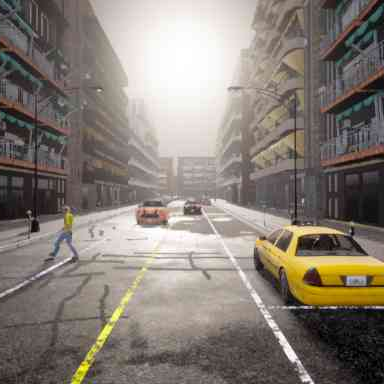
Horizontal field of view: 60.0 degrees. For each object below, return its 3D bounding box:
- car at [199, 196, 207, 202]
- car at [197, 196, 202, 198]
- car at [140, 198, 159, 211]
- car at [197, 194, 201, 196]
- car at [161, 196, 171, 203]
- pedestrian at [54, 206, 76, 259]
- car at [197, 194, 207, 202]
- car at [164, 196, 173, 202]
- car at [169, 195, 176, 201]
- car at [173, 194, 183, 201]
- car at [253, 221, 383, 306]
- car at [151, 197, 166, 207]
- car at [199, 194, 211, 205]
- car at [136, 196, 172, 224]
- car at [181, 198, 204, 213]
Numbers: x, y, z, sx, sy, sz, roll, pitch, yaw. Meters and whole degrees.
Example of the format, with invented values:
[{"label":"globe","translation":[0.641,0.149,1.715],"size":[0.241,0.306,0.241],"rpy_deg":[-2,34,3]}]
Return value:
[{"label":"car","translation":[2.477,1.653,75.974],"size":[1.802,1.307,4.206],"rpy_deg":[1,0,0]},{"label":"car","translation":[0.014,1.590,46.814],"size":[1.994,1.385,4.181],"rpy_deg":[0,0,0]},{"label":"car","translation":[-5.358,1.548,42.382],"size":[1.752,1.417,4.829],"rpy_deg":[1,0,0]},{"label":"car","translation":[2.486,1.500,70.411],"size":[1.967,1.590,4.097],"rpy_deg":[1,0,0]},{"label":"car","translation":[-5.395,1.585,70.201],"size":[1.752,1.417,4.829],"rpy_deg":[1,0,0]},{"label":"pedestrian","translation":[-4.232,1.298,11.110],"size":[0.375,1.860,0.375],"rpy_deg":[1,-1,0]},{"label":"car","translation":[2.473,1.399,81.540],"size":[2.192,1.841,5.009],"rpy_deg":[1,0,0]},{"label":"car","translation":[-5.402,1.596,75.765],"size":[1.752,1.417,4.829],"rpy_deg":[1,0,0]},{"label":"car","translation":[-5.430,1.638,92.458],"size":[1.752,1.417,4.829],"rpy_deg":[1,0,0]},{"label":"car","translation":[-2.834,1.021,65.613],"size":[2.097,1.767,4.553],"rpy_deg":[0,0,0]},{"label":"car","translation":[2.740,1.458,8.114],"size":[1.801,1.575,5.366],"rpy_deg":[0,0,0]},{"label":"car","translation":[-5.373,1.599,53.679],"size":[1.947,1.339,4.313],"rpy_deg":[1,0,0]},{"label":"car","translation":[2.499,1.566,59.454],"size":[1.752,1.417,4.829],"rpy_deg":[1,0,0]},{"label":"car","translation":[-2.883,1.363,24.976],"size":[2.097,1.767,4.553],"rpy_deg":[0,0,0]},{"label":"car","translation":[0.044,1.619,36.980],"size":[1.895,1.301,4.718],"rpy_deg":[0,0,0]}]
